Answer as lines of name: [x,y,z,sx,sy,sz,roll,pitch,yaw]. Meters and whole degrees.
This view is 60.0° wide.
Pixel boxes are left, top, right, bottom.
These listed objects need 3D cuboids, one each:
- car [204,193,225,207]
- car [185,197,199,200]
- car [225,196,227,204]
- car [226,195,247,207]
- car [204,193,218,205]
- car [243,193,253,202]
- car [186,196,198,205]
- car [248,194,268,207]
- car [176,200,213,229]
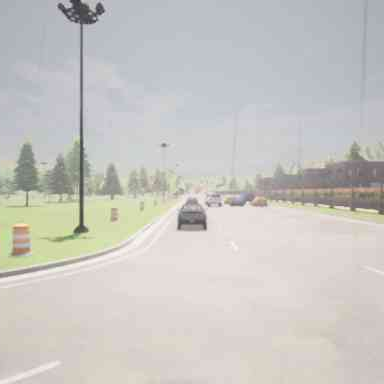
car: [3.520,1.234,52.213,2.150,2.045,5.566,0,0,0]
car: [0.020,1.504,52.184,2.128,1.511,4.902,0,0,0]
car: [7.023,1.493,62.602,1.882,1.535,5.008,0,0,0]
car: [7.020,1.576,52.598,1.994,1.385,4.181,0,0,0]
car: [3.523,1.232,62.633,2.150,2.045,5.566,0,0,0]
car: [10.523,1.234,62.630,2.150,2.045,5.566,0,0,0]
car: [0.023,1.562,62.604,2.033,1.411,5.357,0,0,0]
car: [10.520,1.490,52.180,1.882,1.535,5.008,0,0,0]
car: [0.008,1.497,21.571,2.128,1.511,4.902,0,0,0]
